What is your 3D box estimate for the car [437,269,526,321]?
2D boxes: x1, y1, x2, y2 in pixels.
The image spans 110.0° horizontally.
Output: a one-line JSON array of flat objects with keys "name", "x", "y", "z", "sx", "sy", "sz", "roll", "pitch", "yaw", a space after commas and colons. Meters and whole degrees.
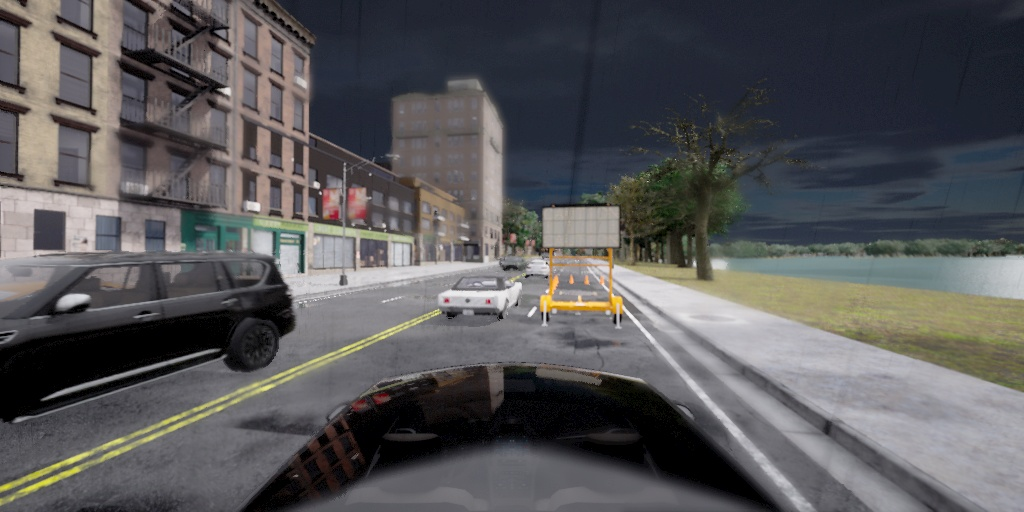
[{"name": "car", "x": -0.856, "y": 1.303, "z": 12.401, "sx": 1.895, "sy": 1.301, "sz": 4.718, "roll": 0, "pitch": 0, "yaw": 10}]

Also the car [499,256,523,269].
[{"name": "car", "x": 0.306, "y": 0.817, "z": 39.135, "sx": 2.097, "sy": 1.767, "sz": 4.553, "roll": 0, "pitch": 1, "yaw": 10}]

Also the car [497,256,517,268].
[{"name": "car", "x": -0.684, "y": 0.812, "z": 52.337, "sx": 2.128, "sy": 1.511, "sz": 4.902, "roll": 0, "pitch": 1, "yaw": 10}]

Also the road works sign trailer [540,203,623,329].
[{"name": "road works sign trailer", "x": 2.147, "y": 0.171, "z": 11.285, "sx": 2.380, "sy": 3.560, "sz": 2.880, "roll": 0, "pitch": 0, "yaw": 10}]

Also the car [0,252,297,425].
[{"name": "car", "x": -5.670, "y": 0.965, "z": 4.865, "sx": 2.150, "sy": 2.045, "sz": 5.566, "roll": 0, "pitch": 0, "yaw": 10}]

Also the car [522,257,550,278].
[{"name": "car", "x": 2.289, "y": 1.073, "z": 30.394, "sx": 1.812, "sy": 1.442, "sz": 4.674, "roll": 0, "pitch": 1, "yaw": 10}]
